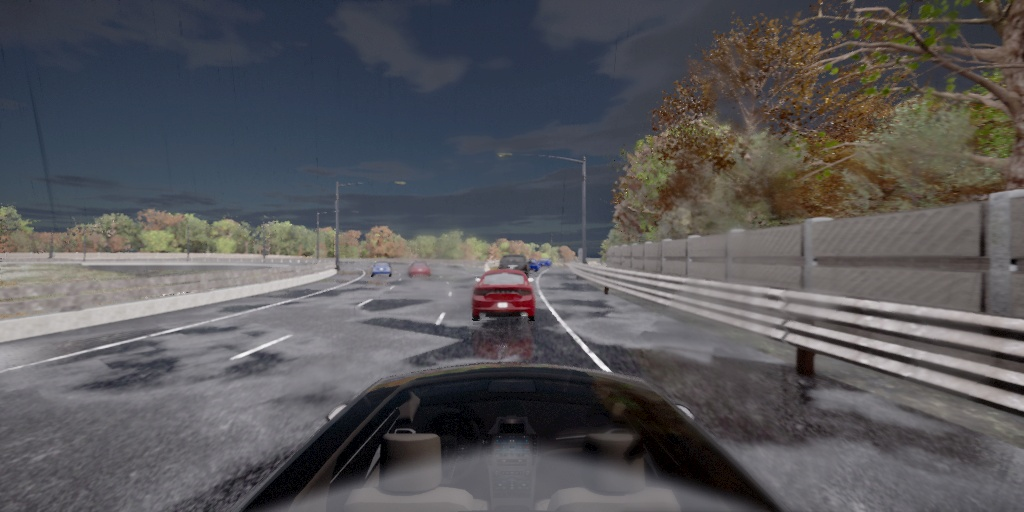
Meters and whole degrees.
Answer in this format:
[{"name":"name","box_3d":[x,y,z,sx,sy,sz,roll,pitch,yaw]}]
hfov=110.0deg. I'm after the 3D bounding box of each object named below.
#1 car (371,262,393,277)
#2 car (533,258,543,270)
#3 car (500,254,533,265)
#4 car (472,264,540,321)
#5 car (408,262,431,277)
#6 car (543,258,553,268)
[{"name":"car","box_3d":[-12.626,1.247,34.868,2.033,1.411,5.357,0,0,-19]},{"name":"car","box_3d":[2.358,1.113,43.862,1.882,1.535,5.008,0,0,9]},{"name":"car","box_3d":[0.251,0.906,26.800,2.150,2.045,5.566,0,0,4]},{"name":"car","box_3d":[-0.247,1.201,12.418,1.882,1.535,5.008,0,0,0]},{"name":"car","box_3d":[-9.083,1.253,35.062,1.994,1.385,4.181,0,0,-17]},{"name":"car","box_3d":[5.393,1.077,57.680,1.882,1.535,5.008,0,0,13]}]
